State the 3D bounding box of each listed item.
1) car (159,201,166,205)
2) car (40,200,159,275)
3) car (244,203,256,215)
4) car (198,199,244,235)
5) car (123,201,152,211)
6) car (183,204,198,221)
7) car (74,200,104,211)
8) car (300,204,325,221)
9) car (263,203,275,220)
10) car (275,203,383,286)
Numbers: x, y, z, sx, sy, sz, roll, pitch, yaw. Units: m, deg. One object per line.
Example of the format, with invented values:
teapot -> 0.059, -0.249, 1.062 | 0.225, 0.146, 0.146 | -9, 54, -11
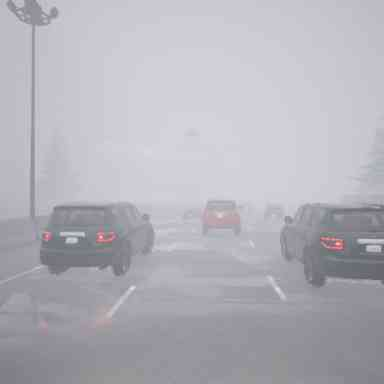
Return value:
car -> -5.211, 2.065, 49.550 | 1.812, 1.442, 4.674 | 0, -1, 20
car -> -2.787, 1.341, 11.048 | 2.150, 2.045, 5.566 | 0, -1, 5
car -> 6.490, 1.991, 39.903 | 2.033, 1.411, 5.357 | 0, -1, 18
car -> 1.967, 1.452, 20.824 | 2.150, 2.045, 5.566 | 0, -1, 9
car -> -8.331, 2.102, 51.226 | 2.033, 1.411, 5.357 | 0, -1, 20
car -> 0.408, 1.864, 30.765 | 1.812, 1.442, 4.674 | 0, -1, 13
car -> -15.752, 2.025, 51.182 | 1.882, 1.535, 5.008 | 0, -1, 19
car -> 11.503, 1.887, 31.950 | 1.812, 1.442, 4.674 | 0, -1, 15
car -> 7.927, 1.864, 32.078 | 1.837, 1.490, 4.892 | 0, -1, 14
car -> 4.118, 1.334, 9.795 | 2.150, 2.045, 5.566 | 0, -1, 5
